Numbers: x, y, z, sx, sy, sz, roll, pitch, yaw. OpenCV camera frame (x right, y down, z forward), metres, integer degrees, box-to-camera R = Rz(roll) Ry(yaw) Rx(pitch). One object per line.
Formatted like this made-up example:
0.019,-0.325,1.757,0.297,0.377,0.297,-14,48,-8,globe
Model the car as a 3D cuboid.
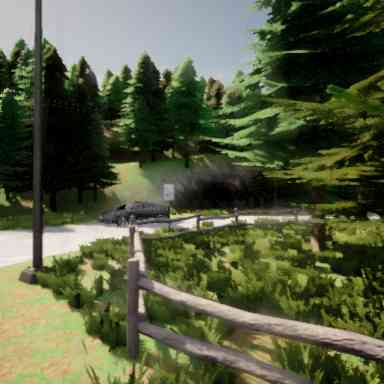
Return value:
-3.796,1.398,22.011,4.892,1.490,1.837,0,0,-42,car
